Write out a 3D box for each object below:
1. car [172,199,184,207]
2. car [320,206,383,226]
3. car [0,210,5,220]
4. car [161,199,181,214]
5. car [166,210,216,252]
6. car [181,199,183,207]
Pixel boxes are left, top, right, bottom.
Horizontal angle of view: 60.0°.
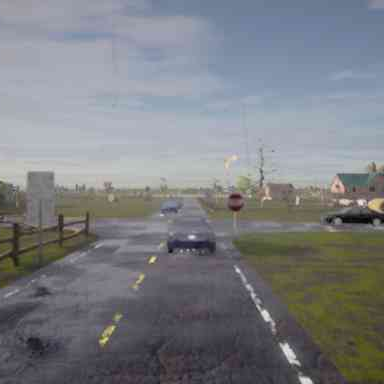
[{"bbox_3d":[-2.684,2.106,65.727,2.128,1.511,4.902,0,-1,0],"label":"car"},{"bbox_3d":[13.046,1.911,27.005,5.008,1.535,1.882,1,0,0],"label":"car"},{"bbox_3d":[-16.445,1.539,24.600,4.892,1.490,1.837,1,0,2],"label":"car"},{"bbox_3d":[-2.754,1.872,42.183,1.882,1.535,5.008,0,-1,0],"label":"car"},{"bbox_3d":[-0.109,1.701,14.606,1.994,1.385,4.181,0,-1,-3],"label":"car"},{"bbox_3d":[-2.739,2.057,52.878,1.994,1.385,4.181,0,0,0],"label":"car"}]
